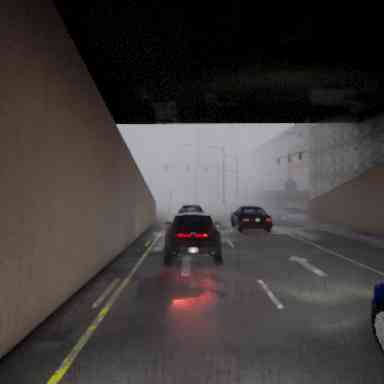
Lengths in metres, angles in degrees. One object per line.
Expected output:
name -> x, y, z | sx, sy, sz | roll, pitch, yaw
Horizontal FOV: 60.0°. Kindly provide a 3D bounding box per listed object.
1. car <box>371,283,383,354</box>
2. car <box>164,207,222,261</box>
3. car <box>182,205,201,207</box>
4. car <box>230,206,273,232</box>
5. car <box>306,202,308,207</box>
car -> 3.528, 1.476, 2.869 | 1.882, 1.535, 5.008 | 0, 0, 1
car -> 0.032, 1.512, 12.381 | 1.837, 1.490, 4.892 | 0, 0, 0
car -> -0.042, 1.563, 22.678 | 2.033, 1.411, 5.357 | 0, 0, 2
car -> 3.503, 1.557, 20.322 | 2.033, 1.411, 5.357 | 0, 0, 0
car -> 17.313, 1.466, 45.348 | 2.038, 1.542, 4.974 | 0, 0, 45
